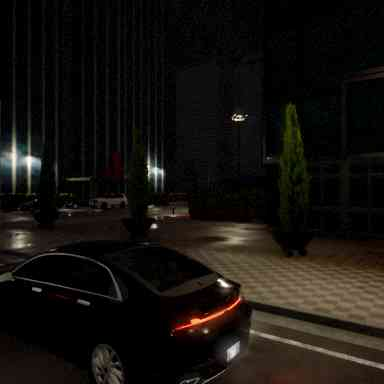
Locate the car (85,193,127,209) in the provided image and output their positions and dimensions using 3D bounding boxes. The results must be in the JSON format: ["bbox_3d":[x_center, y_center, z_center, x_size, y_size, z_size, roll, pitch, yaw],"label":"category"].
[{"bbox_3d":[-11.355,1.221,45.619,2.150,2.045,5.566,0,0,35],"label":"car"}]

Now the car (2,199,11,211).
[{"bbox_3d":[-21.024,1.547,37.948,2.033,1.411,5.357,0,0,35],"label":"car"}]

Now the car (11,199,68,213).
[{"bbox_3d":[-17.077,1.491,37.484,2.128,1.511,4.902,0,0,35],"label":"car"}]

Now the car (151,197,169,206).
[{"bbox_3d":[-5.549,1.564,53.853,1.994,1.385,4.181,0,0,35],"label":"car"}]

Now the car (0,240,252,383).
[{"bbox_3d":[-1.513,1.505,5.085,4.892,1.490,1.837,0,0,36],"label":"car"}]

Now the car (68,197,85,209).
[{"bbox_3d":[-15.373,1.505,45.990,1.837,1.490,4.892,0,0,35],"label":"car"}]
